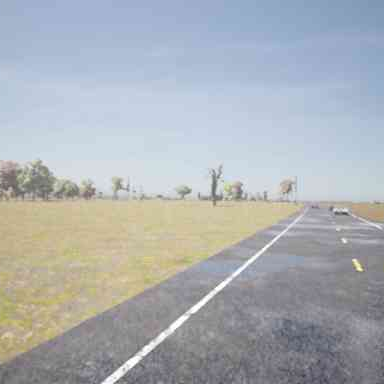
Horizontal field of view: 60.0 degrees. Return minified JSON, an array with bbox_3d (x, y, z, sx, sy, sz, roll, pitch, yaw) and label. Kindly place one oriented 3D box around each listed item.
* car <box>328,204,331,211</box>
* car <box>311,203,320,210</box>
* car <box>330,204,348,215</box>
[{"bbox_3d":[28.953,3.159,68.050,2.128,1.511,4.902,1,-1,20],"label":"car"},{"bbox_3d":[28.214,3.255,76.257,2.033,1.411,5.357,1,-1,20],"label":"car"},{"bbox_3d":[22.738,2.840,50.931,1.895,1.301,4.718,1,-1,20],"label":"car"}]
